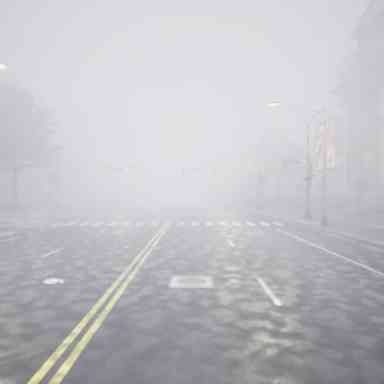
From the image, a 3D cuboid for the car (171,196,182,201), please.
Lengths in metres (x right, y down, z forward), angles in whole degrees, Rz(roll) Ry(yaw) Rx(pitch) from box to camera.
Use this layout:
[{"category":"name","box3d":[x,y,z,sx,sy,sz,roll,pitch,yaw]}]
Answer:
[{"category":"car","box3d":[-3.604,1.656,86.392,1.882,1.535,5.008,0,0,0]}]

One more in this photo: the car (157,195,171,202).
[{"category":"car","box3d":[-7.058,1.652,84.759,1.882,1.535,5.008,0,0,0]}]
